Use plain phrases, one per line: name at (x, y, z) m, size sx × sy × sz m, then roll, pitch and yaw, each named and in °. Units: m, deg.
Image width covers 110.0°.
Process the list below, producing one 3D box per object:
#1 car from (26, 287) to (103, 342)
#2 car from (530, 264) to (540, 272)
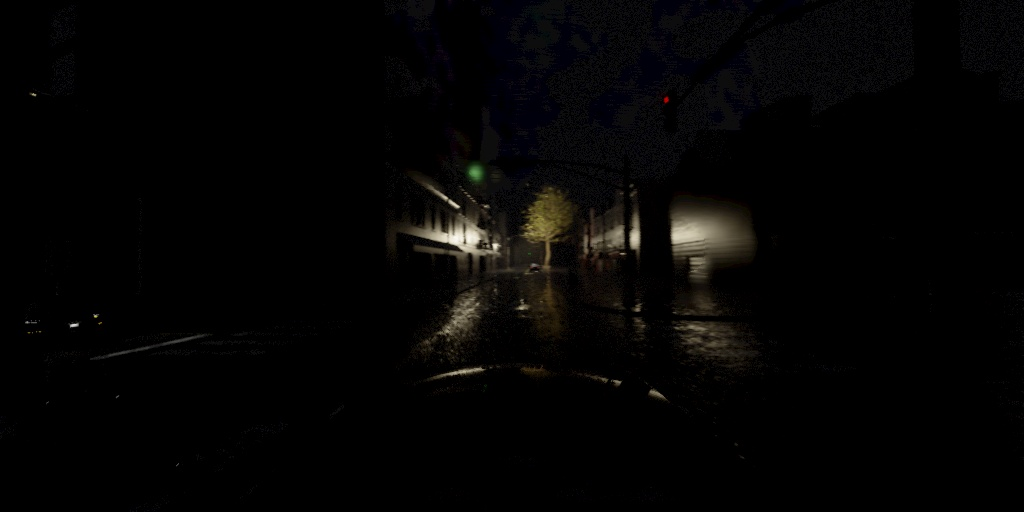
car at (-13.238, 1.486, 9.012) m, size 4.892 × 1.490 × 1.837 m, roll -1°, pitch -1°, yaw 4°
car at (4.172, 2.175, 65.252) m, size 2.033 × 1.411 × 5.357 m, roll -1°, pitch -1°, yaw 4°
